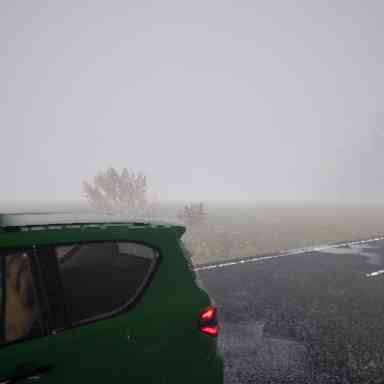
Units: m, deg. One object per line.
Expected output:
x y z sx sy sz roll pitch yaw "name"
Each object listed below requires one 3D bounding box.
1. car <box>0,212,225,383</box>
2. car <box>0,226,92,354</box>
-2.327 1.221 2.025 5.566 2.045 2.150 0 0 -36 "car"
-4.196 1.477 4.685 5.008 1.535 1.882 0 0 -36 "car"
